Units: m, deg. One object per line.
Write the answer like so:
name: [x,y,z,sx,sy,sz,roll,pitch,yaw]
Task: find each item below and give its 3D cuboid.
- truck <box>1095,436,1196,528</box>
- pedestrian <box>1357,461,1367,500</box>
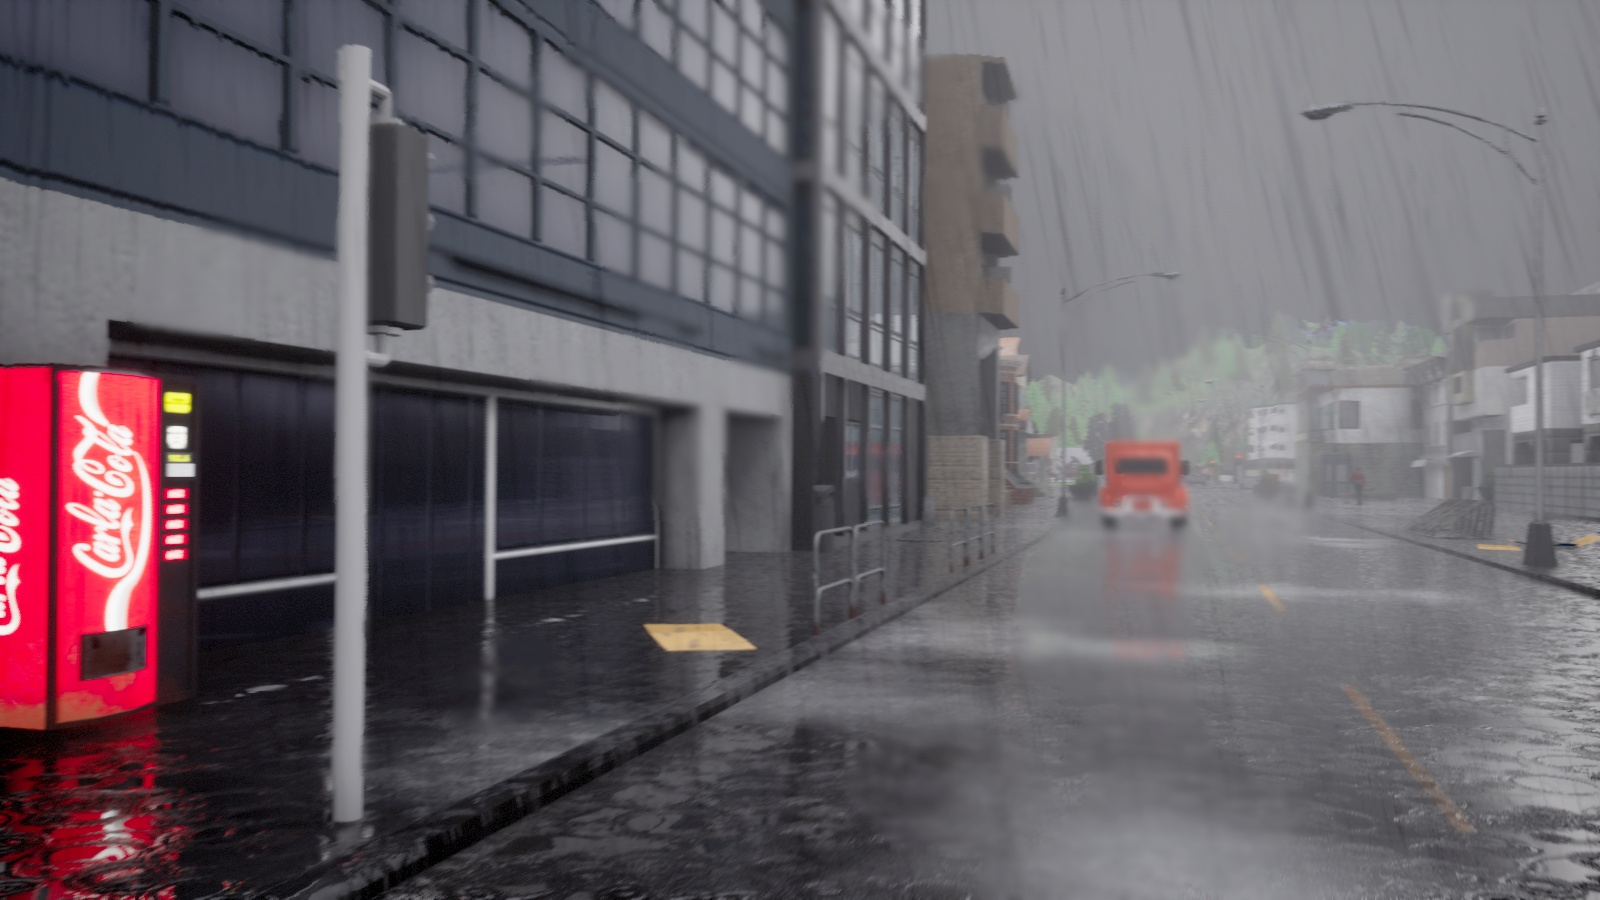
truck: [10.088,0.912,36.513,2.627,2.467,5.204,0,-1,16]
pedestrian: [26.423,1.440,59.035,0.331,1.846,0.636,0,-1,15]
